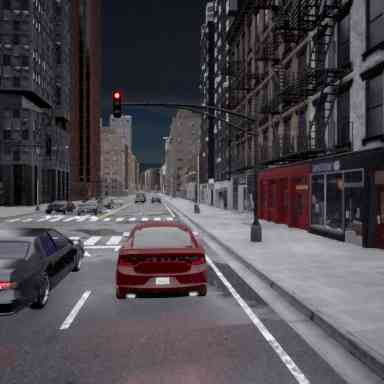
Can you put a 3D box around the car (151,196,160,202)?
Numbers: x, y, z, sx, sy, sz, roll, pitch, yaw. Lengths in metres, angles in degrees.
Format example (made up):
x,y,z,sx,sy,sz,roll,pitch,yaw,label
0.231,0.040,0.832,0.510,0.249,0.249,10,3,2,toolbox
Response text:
x,y,z,sx,sy,sz,roll,pitch,yaw,label
-8.259,1.573,75.463,2.033,1.411,5.357,0,0,-6,car

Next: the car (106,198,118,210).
x,y,z,sx,sy,sz,roll,pitch,yaw,label
-11.392,1.521,43.932,1.837,1.490,4.892,0,0,-6,car

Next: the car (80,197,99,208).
x,y,z,sx,sy,sz,roll,pitch,yaw,label
-15.311,1.546,49.884,1.812,1.442,4.674,0,0,-7,car

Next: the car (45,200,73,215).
x,y,z,sx,sy,sz,roll,pitch,yaw,label
-13.647,1.559,34.770,2.033,1.411,5.357,0,0,-6,car

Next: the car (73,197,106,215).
x,y,z,sx,sy,sz,roll,pitch,yaw,label
-10.243,1.516,33.562,1.837,1.490,4.892,0,0,-6,car

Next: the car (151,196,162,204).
x,y,z,sx,sy,sz,roll,pitch,yaw,label
-7.014,1.533,65.159,1.837,1.490,4.892,0,0,-6,car

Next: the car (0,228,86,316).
x,y,z,sx,sy,sz,roll,pitch,yaw,label
-3.895,1.547,7.691,2.033,1.411,5.357,0,0,-6,car

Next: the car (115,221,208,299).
x,y,z,sx,sy,sz,roll,pitch,yaw,label
-0.788,1.478,8.556,1.882,1.535,5.008,0,0,-6,car

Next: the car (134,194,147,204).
x,y,z,sx,sy,sz,roll,pitch,yaw,label
-10.371,1.630,65.939,1.895,1.301,4.718,0,0,-6,car

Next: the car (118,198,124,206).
x,y,z,sx,sy,sz,roll,pitch,yaw,label
-12.801,1.625,56.764,1.895,1.301,4.718,0,0,-6,car
